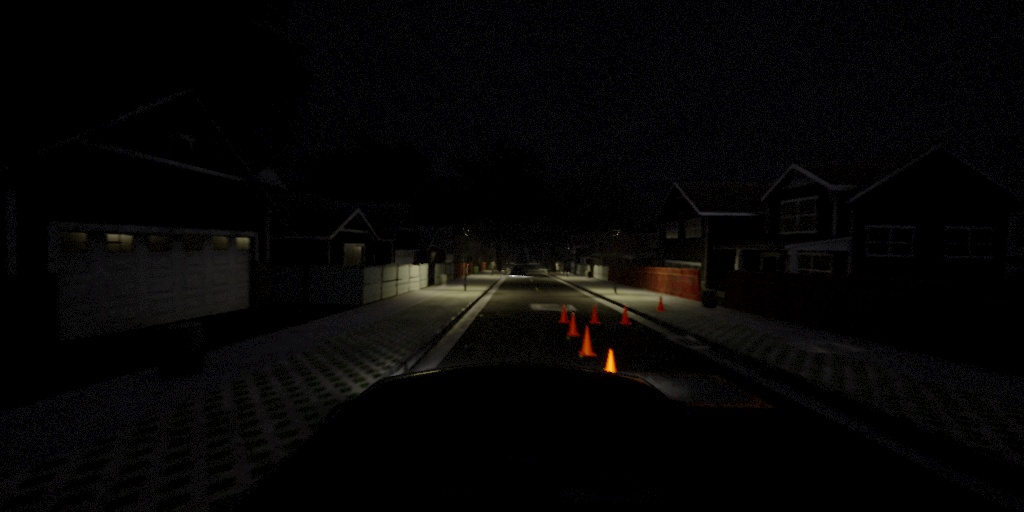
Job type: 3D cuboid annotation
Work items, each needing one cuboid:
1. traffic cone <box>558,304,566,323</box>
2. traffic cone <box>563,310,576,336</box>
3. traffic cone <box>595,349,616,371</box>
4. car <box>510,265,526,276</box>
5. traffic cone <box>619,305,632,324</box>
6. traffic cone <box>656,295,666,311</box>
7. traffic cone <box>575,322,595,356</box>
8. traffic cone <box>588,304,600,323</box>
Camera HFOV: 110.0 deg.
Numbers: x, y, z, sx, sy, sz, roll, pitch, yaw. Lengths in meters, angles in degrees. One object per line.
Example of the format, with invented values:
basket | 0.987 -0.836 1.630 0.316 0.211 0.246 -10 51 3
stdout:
traffic cone | 1.690 1.860 11.721 0.340 0.580 0.340 0 0 1
traffic cone | 1.651 1.834 9.721 0.340 0.580 0.340 0 0 1
traffic cone | 1.573 1.783 5.722 0.340 0.580 0.340 0 0 1
car | 0.841 1.974 49.040 1.994 1.385 4.181 1 -1 1
traffic cone | 3.688 1.895 11.681 0.340 0.580 0.340 0 0 1
traffic cone | 5.724 1.807 13.810 0.340 0.580 0.340 0 0 18
traffic cone | 1.613 1.808 7.722 0.340 0.580 0.340 0 0 1
traffic cone | 2.688 1.878 11.701 0.340 0.580 0.340 0 0 1
